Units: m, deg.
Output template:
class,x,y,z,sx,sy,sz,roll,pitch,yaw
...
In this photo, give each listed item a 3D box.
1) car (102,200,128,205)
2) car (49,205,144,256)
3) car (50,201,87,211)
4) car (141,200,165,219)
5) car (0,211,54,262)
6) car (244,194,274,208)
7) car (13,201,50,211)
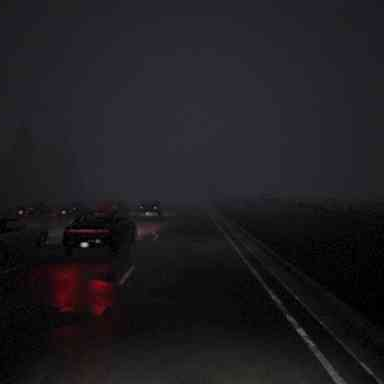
class,x,y,z,sx,sy,sz,roll,pitch,yaw
car,-6.928,1.442,29.894,1.882,1.535,5.008,0,0,0
car,-3.435,1.476,13.093,2.128,1.511,4.902,0,0,0
car,-10.431,1.491,29.340,1.812,1.442,4.674,0,0,0
car,-3.436,1.459,28.355,2.128,1.511,4.902,0,0,0
car,-6.942,1.587,11.926,1.895,1.301,4.718,0,0,0
car,8.916,1.161,44.233,3.866,1.878,1.905,0,0,0
car,-13.931,1.491,29.376,1.812,1.442,4.674,0,0,0
